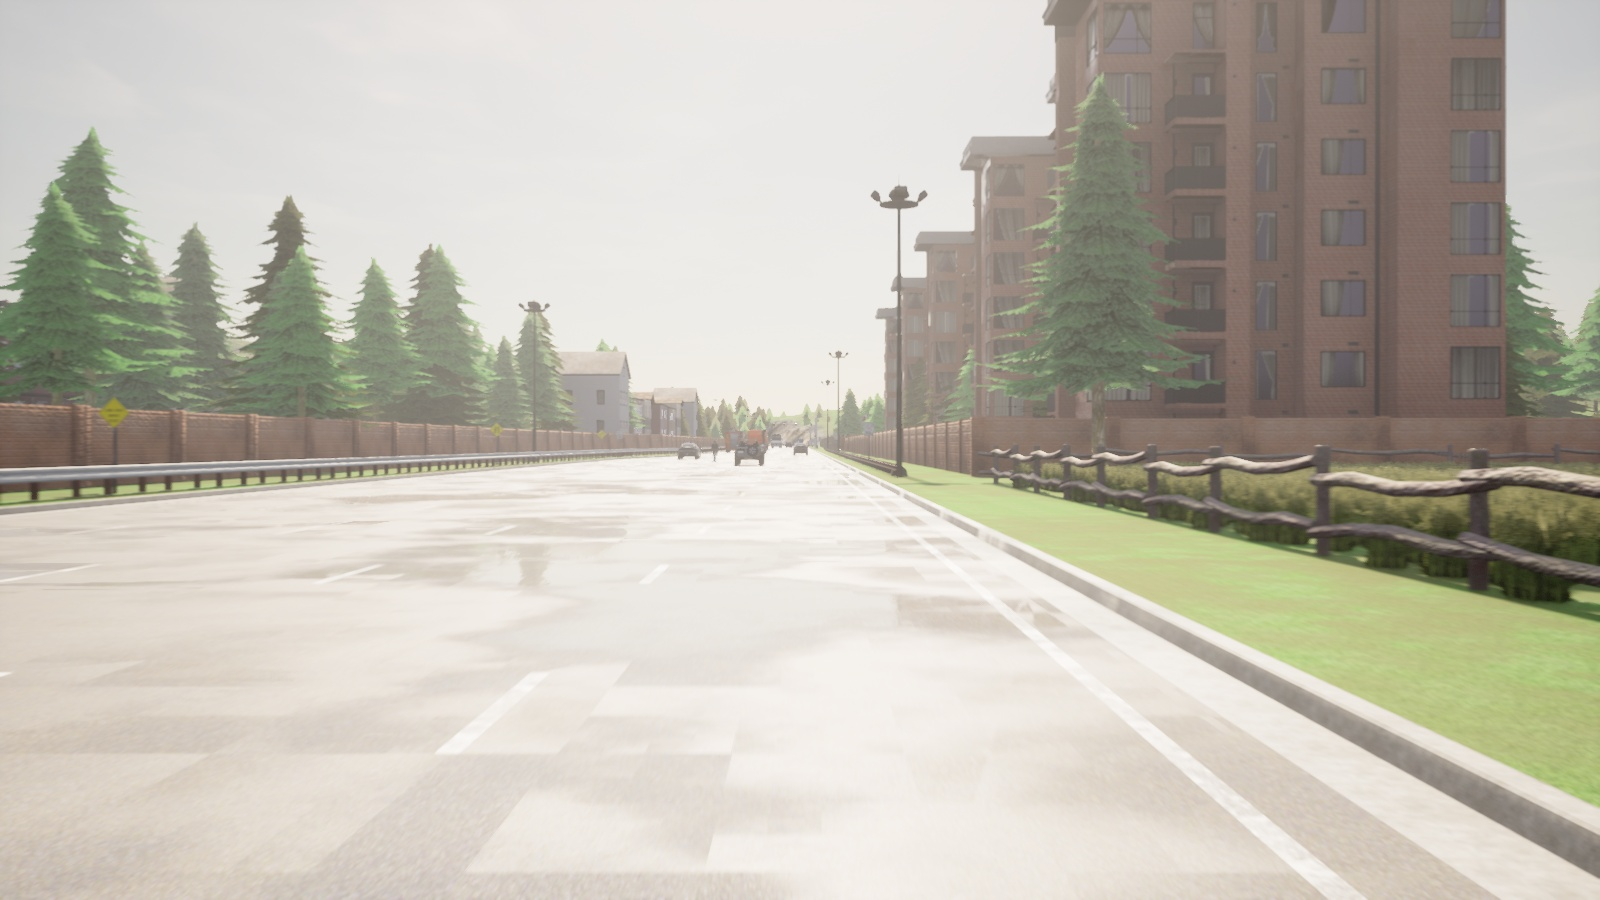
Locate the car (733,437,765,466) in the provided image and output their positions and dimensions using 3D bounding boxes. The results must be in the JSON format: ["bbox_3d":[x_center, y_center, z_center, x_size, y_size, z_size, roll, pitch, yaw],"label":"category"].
[{"bbox_3d":[-3.414,0.089,85.004,1.932,1.855,4.605,0,0,0],"label":"car"}]
